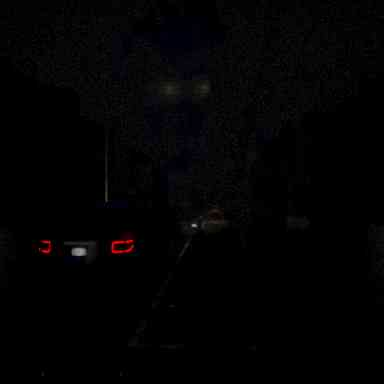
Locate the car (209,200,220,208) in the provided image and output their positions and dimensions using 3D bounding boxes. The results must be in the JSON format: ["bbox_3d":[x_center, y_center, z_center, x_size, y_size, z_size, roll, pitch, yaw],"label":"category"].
[{"bbox_3d":[3.919,2.110,58.189,1.802,1.307,4.206,0,-1,4],"label":"car"}]

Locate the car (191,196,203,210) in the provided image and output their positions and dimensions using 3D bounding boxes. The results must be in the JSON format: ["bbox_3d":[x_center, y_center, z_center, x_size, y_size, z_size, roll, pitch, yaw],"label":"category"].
[{"bbox_3d":[0.988,1.697,52.499,2.150,2.045,5.566,0,-1,4],"label":"car"}]

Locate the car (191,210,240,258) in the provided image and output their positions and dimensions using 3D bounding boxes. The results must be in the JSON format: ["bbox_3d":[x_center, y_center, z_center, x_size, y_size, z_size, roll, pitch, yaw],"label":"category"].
[{"bbox_3d":[0.914,1.614,12.896,2.008,1.369,4.403,0,-1,4],"label":"car"}]

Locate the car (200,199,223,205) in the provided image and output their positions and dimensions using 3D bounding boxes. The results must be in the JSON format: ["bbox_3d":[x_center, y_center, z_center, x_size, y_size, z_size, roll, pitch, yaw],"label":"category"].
[{"bbox_3d":[2.041,1.663,29.882,1.967,1.590,4.097,0,-1,4],"label":"car"}]

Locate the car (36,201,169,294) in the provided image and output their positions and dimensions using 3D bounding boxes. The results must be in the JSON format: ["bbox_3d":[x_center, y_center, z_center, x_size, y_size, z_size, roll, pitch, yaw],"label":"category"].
[{"bbox_3d":[-1.991,1.264,9.064,2.150,2.045,5.566,0,-1,4],"label":"car"}]

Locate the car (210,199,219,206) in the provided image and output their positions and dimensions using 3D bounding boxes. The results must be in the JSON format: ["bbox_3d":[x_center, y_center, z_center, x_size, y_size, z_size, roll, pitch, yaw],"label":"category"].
[{"bbox_3d":[4.670,2.206,69.513,1.887,1.381,4.507,0,-1,4],"label":"car"}]

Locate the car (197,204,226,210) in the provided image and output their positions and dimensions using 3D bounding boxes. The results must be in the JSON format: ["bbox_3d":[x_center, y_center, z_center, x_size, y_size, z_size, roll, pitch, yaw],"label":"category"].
[{"bbox_3d":[1.301,1.641,18.728,1.752,1.417,4.829,0,-1,4],"label":"car"}]

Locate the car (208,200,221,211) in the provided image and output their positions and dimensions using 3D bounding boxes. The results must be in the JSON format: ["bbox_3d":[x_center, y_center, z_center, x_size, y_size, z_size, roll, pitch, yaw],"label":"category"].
[{"bbox_3d":[3.179,1.927,47.036,1.752,1.417,4.829,0,-1,4],"label":"car"}]

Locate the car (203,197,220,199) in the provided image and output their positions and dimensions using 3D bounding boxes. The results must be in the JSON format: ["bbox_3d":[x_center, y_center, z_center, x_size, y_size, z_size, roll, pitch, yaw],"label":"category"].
[{"bbox_3d":[2.792,1.654,41.207,2.192,1.841,5.009,0,-1,4],"label":"car"}]

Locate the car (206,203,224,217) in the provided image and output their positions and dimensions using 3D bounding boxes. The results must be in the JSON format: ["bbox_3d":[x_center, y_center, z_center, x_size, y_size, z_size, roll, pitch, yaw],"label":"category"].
[{"bbox_3d":[2.416,1.862,35.542,1.802,1.307,4.206,0,-1,4],"label":"car"}]

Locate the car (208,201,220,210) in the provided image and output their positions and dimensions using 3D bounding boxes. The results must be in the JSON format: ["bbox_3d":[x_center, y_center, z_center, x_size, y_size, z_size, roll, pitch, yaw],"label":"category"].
[{"bbox_3d":[3.543,2.045,52.528,1.802,1.307,4.206,0,-1,4],"label":"car"}]
